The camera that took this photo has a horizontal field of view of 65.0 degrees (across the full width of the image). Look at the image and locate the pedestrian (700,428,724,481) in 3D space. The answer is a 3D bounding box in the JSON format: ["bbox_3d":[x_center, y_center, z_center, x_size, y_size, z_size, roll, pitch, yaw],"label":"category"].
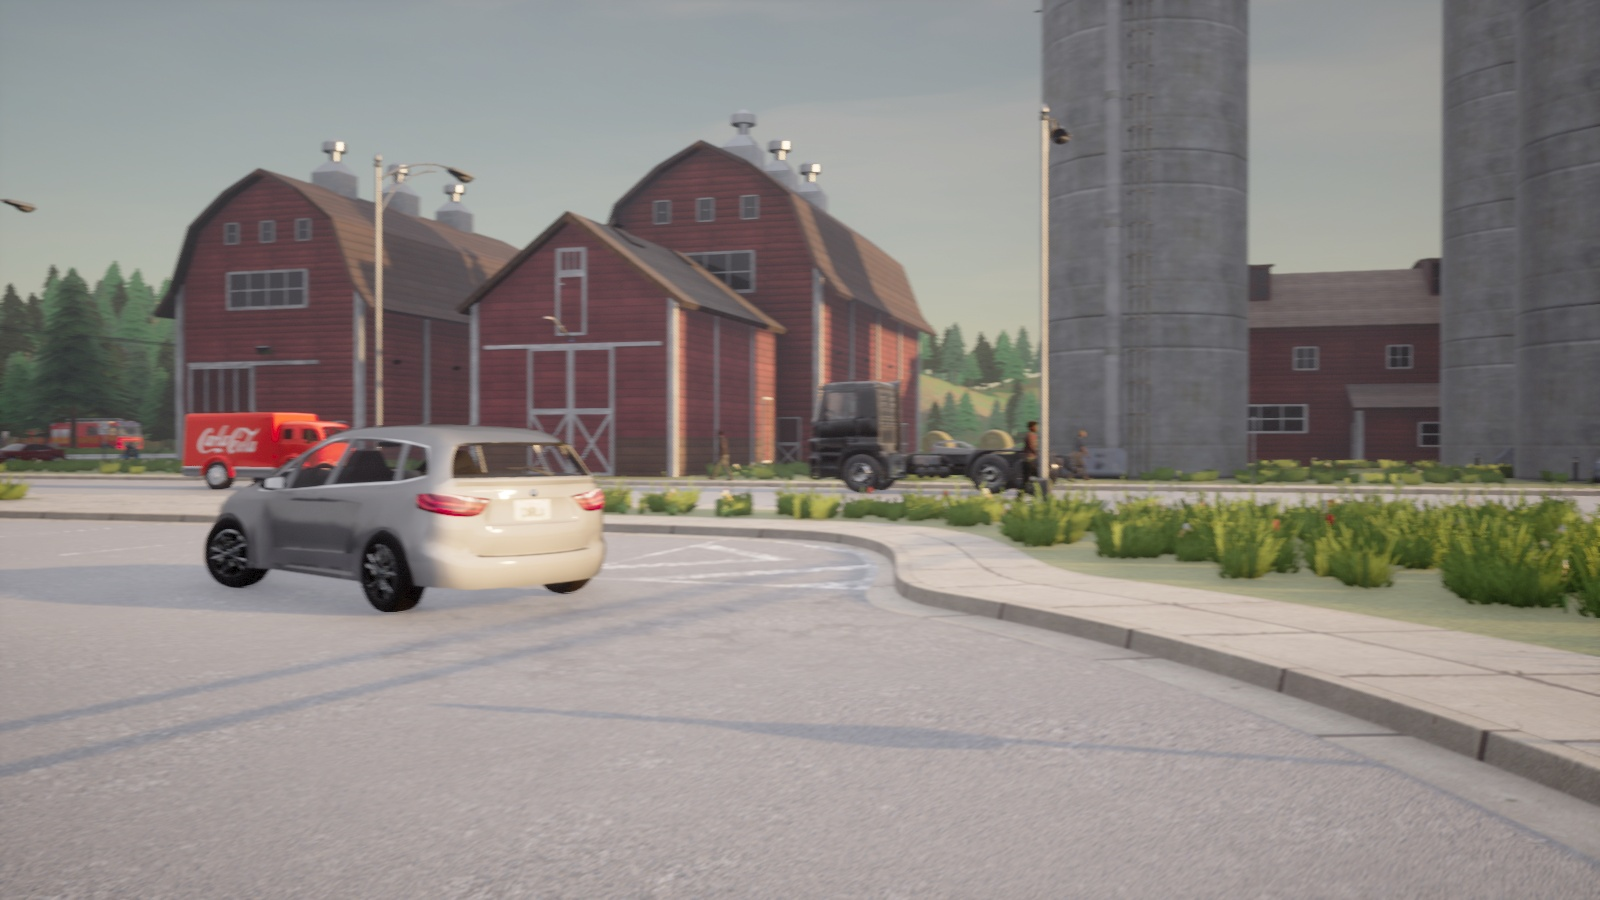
[{"bbox_3d":[-3.062,0.167,43.782,0.703,1.840,0.431,0,0,22],"label":"pedestrian"}]

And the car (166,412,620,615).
[{"bbox_3d":[-4.214,0.516,12.666,4.611,1.667,2.242,0,0,40],"label":"car"}]

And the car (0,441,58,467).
[{"bbox_3d":[-47.314,0.231,75.210,1.882,1.535,5.008,0,0,17],"label":"car"}]

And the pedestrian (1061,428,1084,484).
[{"bbox_3d":[9.173,0.195,42.260,0.694,1.848,0.540,0,0,4],"label":"pedestrian"}]

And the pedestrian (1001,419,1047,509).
[{"bbox_3d":[4.541,0.278,25.448,0.869,1.805,0.328,0,0,15],"label":"pedestrian"}]

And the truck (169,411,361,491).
[{"bbox_3d":[-17.145,0.013,40.340,5.204,2.467,2.627,0,0,16],"label":"truck"}]

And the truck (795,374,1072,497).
[{"bbox_3d":[4.075,-0.425,37.951,7.936,3.462,2.891,0,0,16],"label":"truck"}]

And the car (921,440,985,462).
[{"bbox_3d":[11.857,0.064,97.510,4.611,1.667,2.242,1,0,16],"label":"car"}]
